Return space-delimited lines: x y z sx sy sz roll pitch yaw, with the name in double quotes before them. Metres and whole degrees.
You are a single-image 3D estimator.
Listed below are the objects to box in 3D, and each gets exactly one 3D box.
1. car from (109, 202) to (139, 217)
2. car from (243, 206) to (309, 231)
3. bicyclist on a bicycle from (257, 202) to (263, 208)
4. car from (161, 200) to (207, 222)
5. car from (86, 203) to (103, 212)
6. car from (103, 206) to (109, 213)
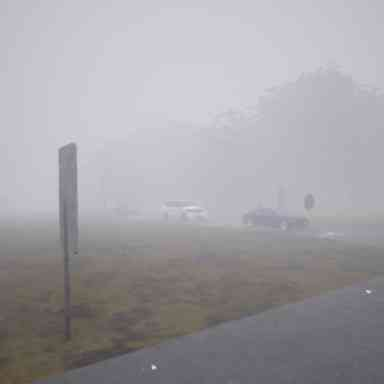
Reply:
"car" -8.568 2.374 43.064 1.837 1.490 4.892 -1 -1 -35
"car" 5.662 1.759 22.944 1.882 1.535 5.008 -1 -1 -35
"bicyclist on a bicycle" 6.564 1.822 32.025 1.656 1.620 0.582 0 -1 -35
"car" -0.924 1.767 32.257 2.150 2.045 5.566 -1 -1 -35
"car" -17.906 2.822 61.273 1.882 1.535 5.008 -1 -1 -35
"car" -11.795 2.419 52.670 2.097 1.767 4.553 -1 -1 -35
